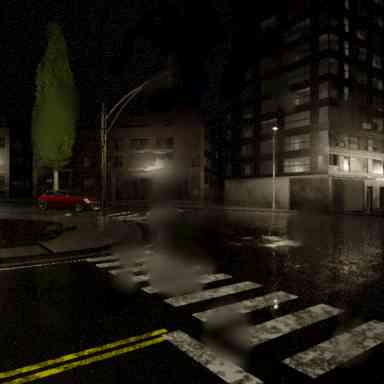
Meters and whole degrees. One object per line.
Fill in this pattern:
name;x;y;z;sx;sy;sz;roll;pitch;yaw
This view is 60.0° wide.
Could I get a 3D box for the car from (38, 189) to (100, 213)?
car;-9.554;0.617;26.029;4.553;1.767;2.097;1;0;11
